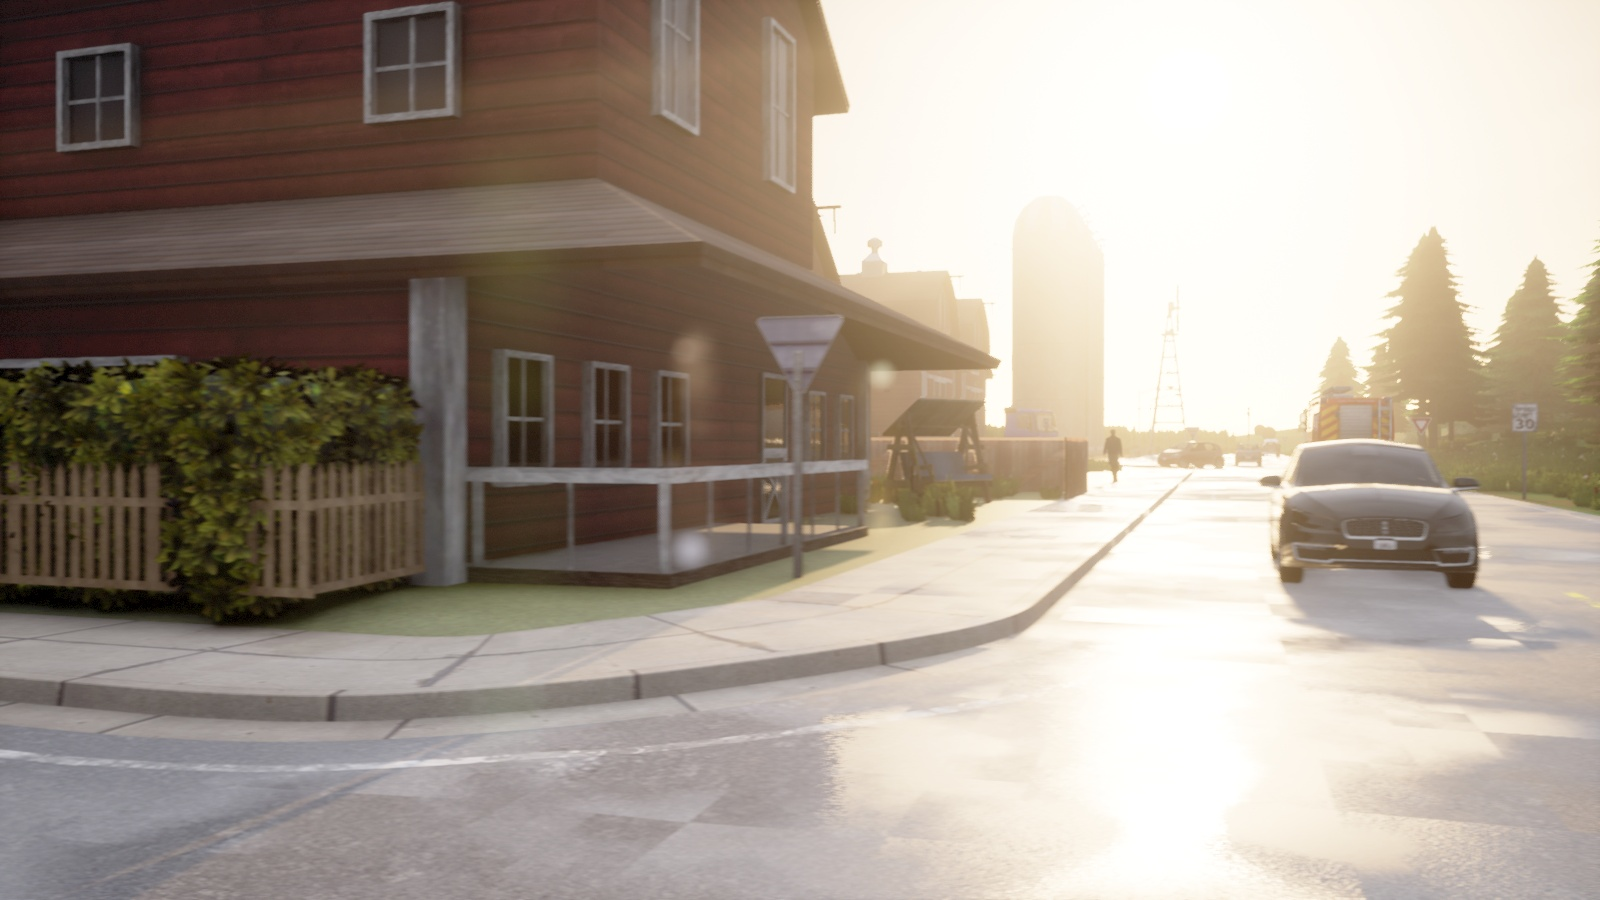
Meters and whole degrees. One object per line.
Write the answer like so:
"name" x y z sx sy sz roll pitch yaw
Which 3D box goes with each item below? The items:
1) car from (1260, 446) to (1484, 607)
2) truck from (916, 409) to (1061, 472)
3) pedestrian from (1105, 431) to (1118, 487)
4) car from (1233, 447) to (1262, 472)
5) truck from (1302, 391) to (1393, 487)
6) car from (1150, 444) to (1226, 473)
"car" 6.318 0.713 14.379 1.837 1.490 4.892 1 0 19
"truck" 10.949 -0.563 73.341 7.936 3.462 2.891 1 0 36
"pedestrian" 10.385 0.282 41.840 0.402 1.842 0.726 1 0 15
"car" 29.623 0.607 83.194 1.789 1.549 3.705 1 0 19
"truck" 23.634 -0.468 54.560 2.891 3.827 8.468 1 0 19
"car" 22.574 0.481 73.029 3.988 1.617 1.851 1 0 -26
